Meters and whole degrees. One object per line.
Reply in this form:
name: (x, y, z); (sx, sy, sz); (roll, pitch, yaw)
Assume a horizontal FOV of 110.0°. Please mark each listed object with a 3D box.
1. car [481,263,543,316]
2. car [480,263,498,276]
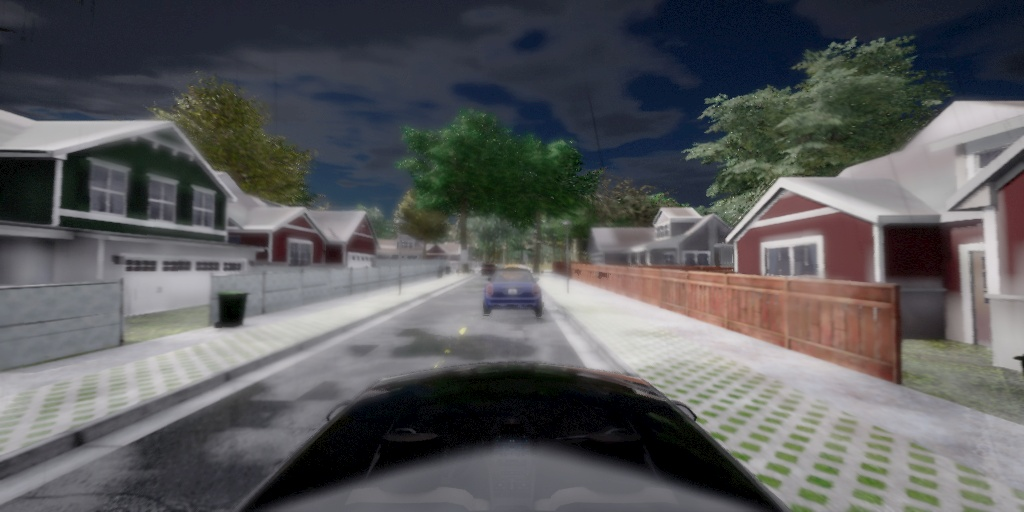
car: (0.044, 1.236, 14.255); (2.097, 1.767, 4.553); (0, -1, 1)
car: (-2.810, 1.670, 44.899); (1.882, 1.535, 5.008); (0, -1, 0)
